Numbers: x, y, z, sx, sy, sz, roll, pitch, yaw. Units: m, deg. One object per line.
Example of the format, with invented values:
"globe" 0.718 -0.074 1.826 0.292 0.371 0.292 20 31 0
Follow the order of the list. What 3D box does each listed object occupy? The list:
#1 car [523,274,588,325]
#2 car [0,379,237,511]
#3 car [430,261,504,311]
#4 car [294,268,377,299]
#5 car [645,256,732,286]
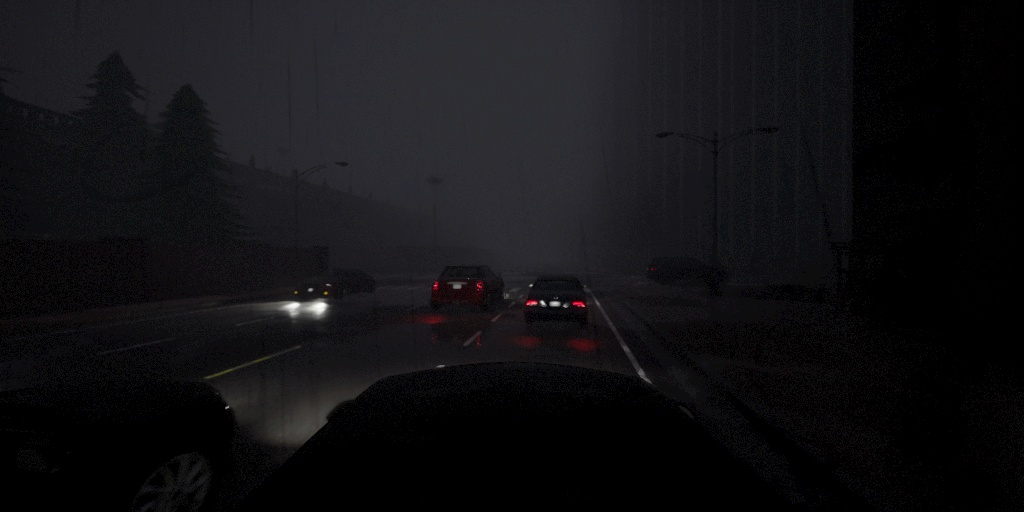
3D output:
"car" 1.474 1.291 11.798 2.033 1.411 5.357 0 0 8
"car" -3.171 1.246 0.957 1.837 1.490 4.892 0 1 -1
"car" -1.621 1.081 14.558 2.097 1.767 4.553 0 0 8
"car" -8.416 1.281 17.485 1.994 1.385 4.181 0 0 9
"car" 12.615 1.050 25.940 5.566 2.045 2.150 0 0 9
